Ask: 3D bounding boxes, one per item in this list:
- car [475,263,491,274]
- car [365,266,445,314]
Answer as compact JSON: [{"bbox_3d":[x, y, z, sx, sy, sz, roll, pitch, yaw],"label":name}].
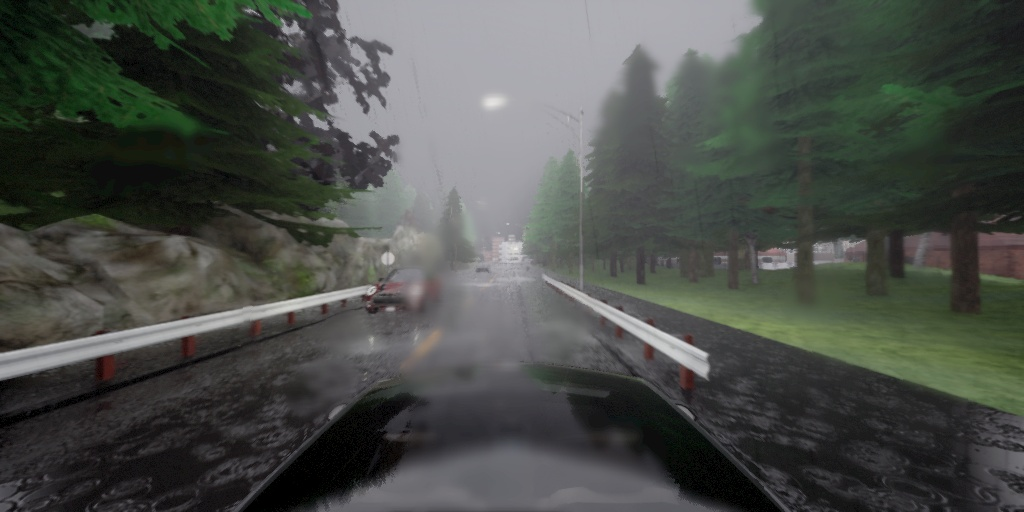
[{"bbox_3d":[-3.965,1.675,49.762,1.837,1.490,4.892,0,0,1],"label":"car"},{"bbox_3d":[-4.098,1.215,14.365,2.097,1.767,4.553,0,0,0],"label":"car"}]
